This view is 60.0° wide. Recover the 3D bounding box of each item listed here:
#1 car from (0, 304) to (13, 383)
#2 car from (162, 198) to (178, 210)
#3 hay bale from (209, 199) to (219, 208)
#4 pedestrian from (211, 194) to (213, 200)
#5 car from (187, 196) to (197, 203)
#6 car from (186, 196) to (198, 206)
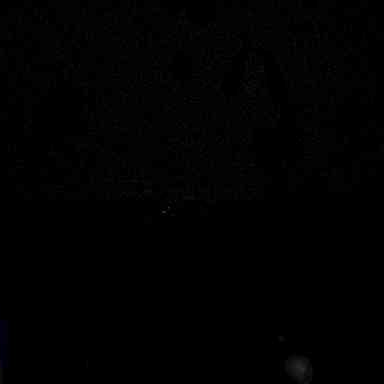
[{"bbox_3d":[-2.850,1.527,1.838,1.812,1.442,4.674,0,0,0],"label":"car"},{"bbox_3d":[-2.832,1.546,43.531,2.033,1.411,5.357,0,0,0],"label":"car"},{"bbox_3d":[3.146,1.652,47.734,1.220,1.180,1.240,1,1,0],"label":"hay bale"},{"bbox_3d":[2.838,1.286,48.826,0.375,1.860,0.375,-1,1,0],"label":"pedestrian"},{"bbox_3d":[0.021,1.477,68.648,2.033,1.411,5.357,0,0,0],"label":"car"},{"bbox_3d":[0.016,1.469,55.581,1.882,1.535,5.008,0,0,0],"label":"car"}]
